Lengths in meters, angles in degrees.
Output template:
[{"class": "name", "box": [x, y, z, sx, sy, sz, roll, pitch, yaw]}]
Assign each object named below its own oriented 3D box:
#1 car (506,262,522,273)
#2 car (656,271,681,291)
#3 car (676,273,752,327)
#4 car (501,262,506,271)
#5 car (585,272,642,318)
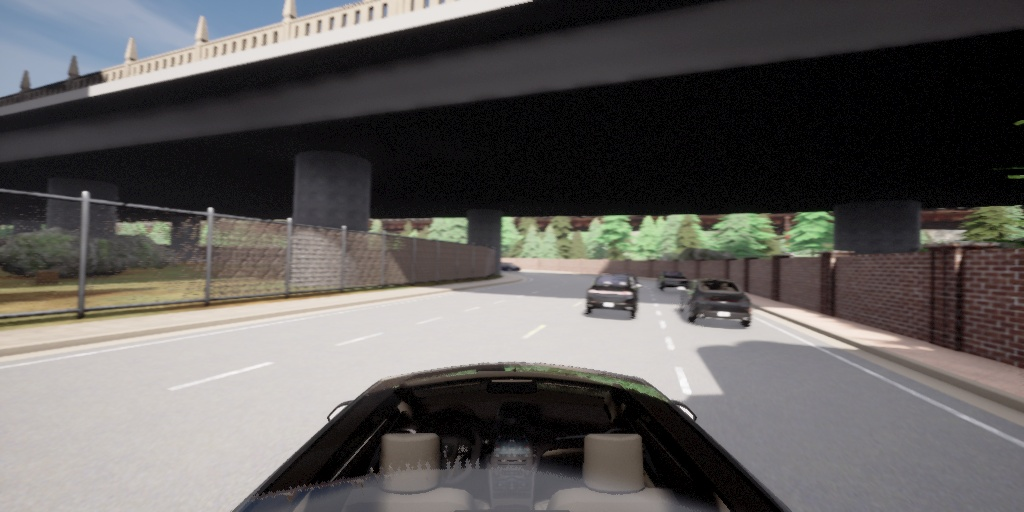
[{"class": "car", "box": [-0.420, 1.859, 60.801, 2.097, 1.767, 4.553, 2, -1, -40]}, {"class": "car", "box": [12.277, 1.913, 27.688, 2.128, 1.511, 4.902, 1, -1, 17]}, {"class": "car", "box": [7.492, 1.613, 13.522, 1.837, 1.490, 4.892, 1, 0, 20]}, {"class": "car", "box": [-4.037, 1.944, 59.774, 2.033, 1.411, 5.357, 2, -1, -43]}, {"class": "car", "box": [4.186, 1.524, 14.670, 2.128, 1.511, 4.902, 1, -1, 20]}]
